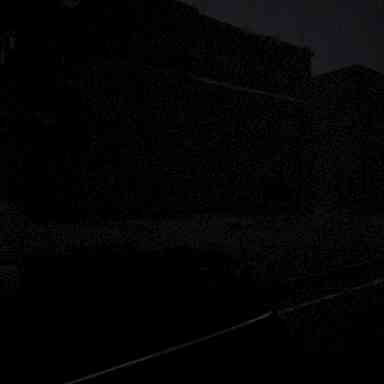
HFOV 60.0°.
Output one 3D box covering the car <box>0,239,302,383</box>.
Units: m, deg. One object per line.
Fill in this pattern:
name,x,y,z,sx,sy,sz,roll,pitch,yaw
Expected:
car,-1.247,1.354,2.558,4.553,1.767,2.097,1,0,-36
